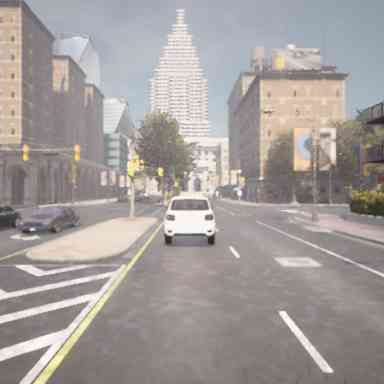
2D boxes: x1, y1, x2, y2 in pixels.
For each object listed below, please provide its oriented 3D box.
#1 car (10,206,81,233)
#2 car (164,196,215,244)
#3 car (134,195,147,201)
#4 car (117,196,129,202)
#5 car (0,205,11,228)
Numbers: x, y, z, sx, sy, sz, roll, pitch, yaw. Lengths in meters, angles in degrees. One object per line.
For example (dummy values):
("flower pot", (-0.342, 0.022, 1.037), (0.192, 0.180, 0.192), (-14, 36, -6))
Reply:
("car", (-8.286, 1.551, 19.873), (2.033, 1.411, 5.357), (0, 0, -1))
("car", (-0.124, 1.210, 15.953), (2.150, 2.045, 5.566), (0, 0, -1))
("car", (-12.676, 1.480, 79.765), (1.837, 1.490, 4.892), (0, 0, -1))
("car", (-15.878, 1.582, 76.606), (1.895, 1.301, 4.718), (0, 0, -1))
("car", (-11.783, 1.521, 19.424), (1.837, 1.490, 4.892), (0, 0, -1))
